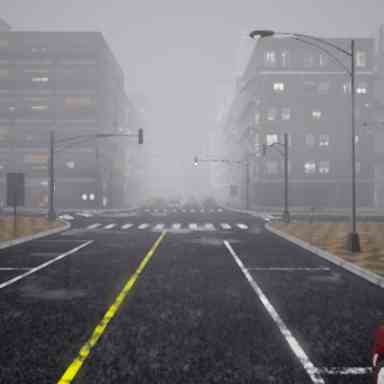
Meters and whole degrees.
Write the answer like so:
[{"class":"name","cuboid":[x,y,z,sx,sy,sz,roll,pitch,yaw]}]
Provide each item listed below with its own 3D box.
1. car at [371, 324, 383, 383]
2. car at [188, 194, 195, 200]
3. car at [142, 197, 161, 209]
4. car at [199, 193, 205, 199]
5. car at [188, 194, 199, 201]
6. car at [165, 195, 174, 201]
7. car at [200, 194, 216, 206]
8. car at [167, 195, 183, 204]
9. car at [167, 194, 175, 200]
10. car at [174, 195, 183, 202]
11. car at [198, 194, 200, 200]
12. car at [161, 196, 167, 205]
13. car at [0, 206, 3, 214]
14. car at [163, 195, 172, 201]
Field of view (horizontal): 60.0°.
[{"class":"car","cuboid":[2.697,1.541,1.653,1.887,1.381,4.507,1,0,0]},{"class":"car","cuboid":[-0.030,1.304,86.956,1.812,1.442,4.674,0,0,0]},{"class":"car","cuboid":[-5.698,1.443,45.007,1.752,1.417,4.829,1,0,0]},{"class":"car","cuboid":[2.679,1.338,56.213,1.967,1.590,4.097,1,0,0]},{"class":"car","cuboid":[-0.025,1.403,76.533,2.033,1.411,5.357,0,0,0]},{"class":"car","cuboid":[-5.713,1.404,83.842,2.008,1.369,4.403,1,0,0]},{"class":"car","cuboid":[2.680,1.452,50.689,1.887,1.381,4.507,1,0,0]},{"class":"car","cuboid":[-3.055,1.441,59.066,2.033,1.411,5.357,0,0,1]},{"class":"car","cuboid":[-5.715,1.390,89.365,1.887,1.381,4.507,1,0,0]},{"class":"car","cuboid":[-3.025,1.387,75.305,1.812,1.442,4.674,0,0,0]},{"class":"car","cuboid":[2.674,1.462,67.260,1.802,1.307,4.206,1,0,0]},{"class":"car","cuboid":[-5.703,1.443,56.224,1.887,1.381,4.507,1,0,0]},{"class":"car","cuboid":[-17.261,1.211,26.048,4.507,1.381,1.887,1,-1,0]},{"class":"car","cuboid":[-5.710,1.388,78.148,1.752,1.417,4.829,1,0,0]}]
